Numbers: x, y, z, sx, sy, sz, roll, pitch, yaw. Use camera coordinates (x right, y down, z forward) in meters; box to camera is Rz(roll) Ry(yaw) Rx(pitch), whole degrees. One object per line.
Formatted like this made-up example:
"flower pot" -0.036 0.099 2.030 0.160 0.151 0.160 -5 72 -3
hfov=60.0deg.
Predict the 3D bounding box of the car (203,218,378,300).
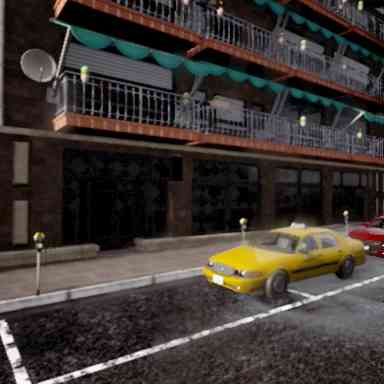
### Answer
"car" 2.505 1.492 8.334 4.829 1.417 1.752 0 1 -35

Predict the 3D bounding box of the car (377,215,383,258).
"car" 7.252 1.482 11.720 4.507 1.381 1.887 0 1 -35
